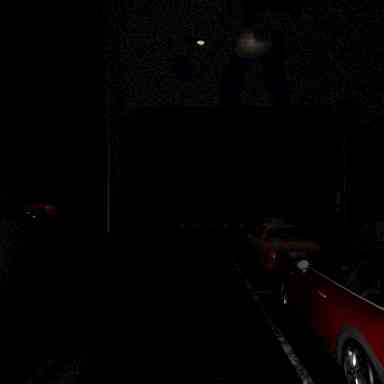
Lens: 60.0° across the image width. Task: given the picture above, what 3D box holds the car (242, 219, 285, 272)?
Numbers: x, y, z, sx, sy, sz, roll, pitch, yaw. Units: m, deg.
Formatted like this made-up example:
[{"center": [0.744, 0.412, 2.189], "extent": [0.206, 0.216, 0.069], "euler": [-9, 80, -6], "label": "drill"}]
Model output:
[{"center": [2.639, 1.529, 10.585], "extent": [1.752, 1.417, 4.829], "euler": [0, 0, 0], "label": "car"}]

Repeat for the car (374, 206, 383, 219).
[{"center": [17.150, 1.439, 26.581], "extent": [5.008, 1.535, 1.882], "euler": [0, 0, 0], "label": "car"}]

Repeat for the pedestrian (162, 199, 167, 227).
[{"center": [-1.763, 1.303, 21.107], "extent": [0.375, 1.860, 0.375], "euler": [0, 0, 0], "label": "pedestrian"}]

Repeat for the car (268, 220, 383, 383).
[{"center": [2.642, 1.441, 4.977], "extent": [1.967, 1.590, 4.097], "euler": [0, 0, 0], "label": "car"}]

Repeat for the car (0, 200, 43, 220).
[{"center": [-15.228, 1.569, 26.475], "extent": [5.357, 1.411, 2.033], "euler": [0, 0, 0], "label": "car"}]

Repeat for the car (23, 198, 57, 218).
[{"center": [-14.478, 1.394, 29.433], "extent": [4.553, 1.767, 2.097], "euler": [0, 0, 0], "label": "car"}]

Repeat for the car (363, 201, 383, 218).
[{"center": [18.392, 1.529, 29.536], "extent": [5.357, 1.411, 2.033], "euler": [0, 0, 0], "label": "car"}]
